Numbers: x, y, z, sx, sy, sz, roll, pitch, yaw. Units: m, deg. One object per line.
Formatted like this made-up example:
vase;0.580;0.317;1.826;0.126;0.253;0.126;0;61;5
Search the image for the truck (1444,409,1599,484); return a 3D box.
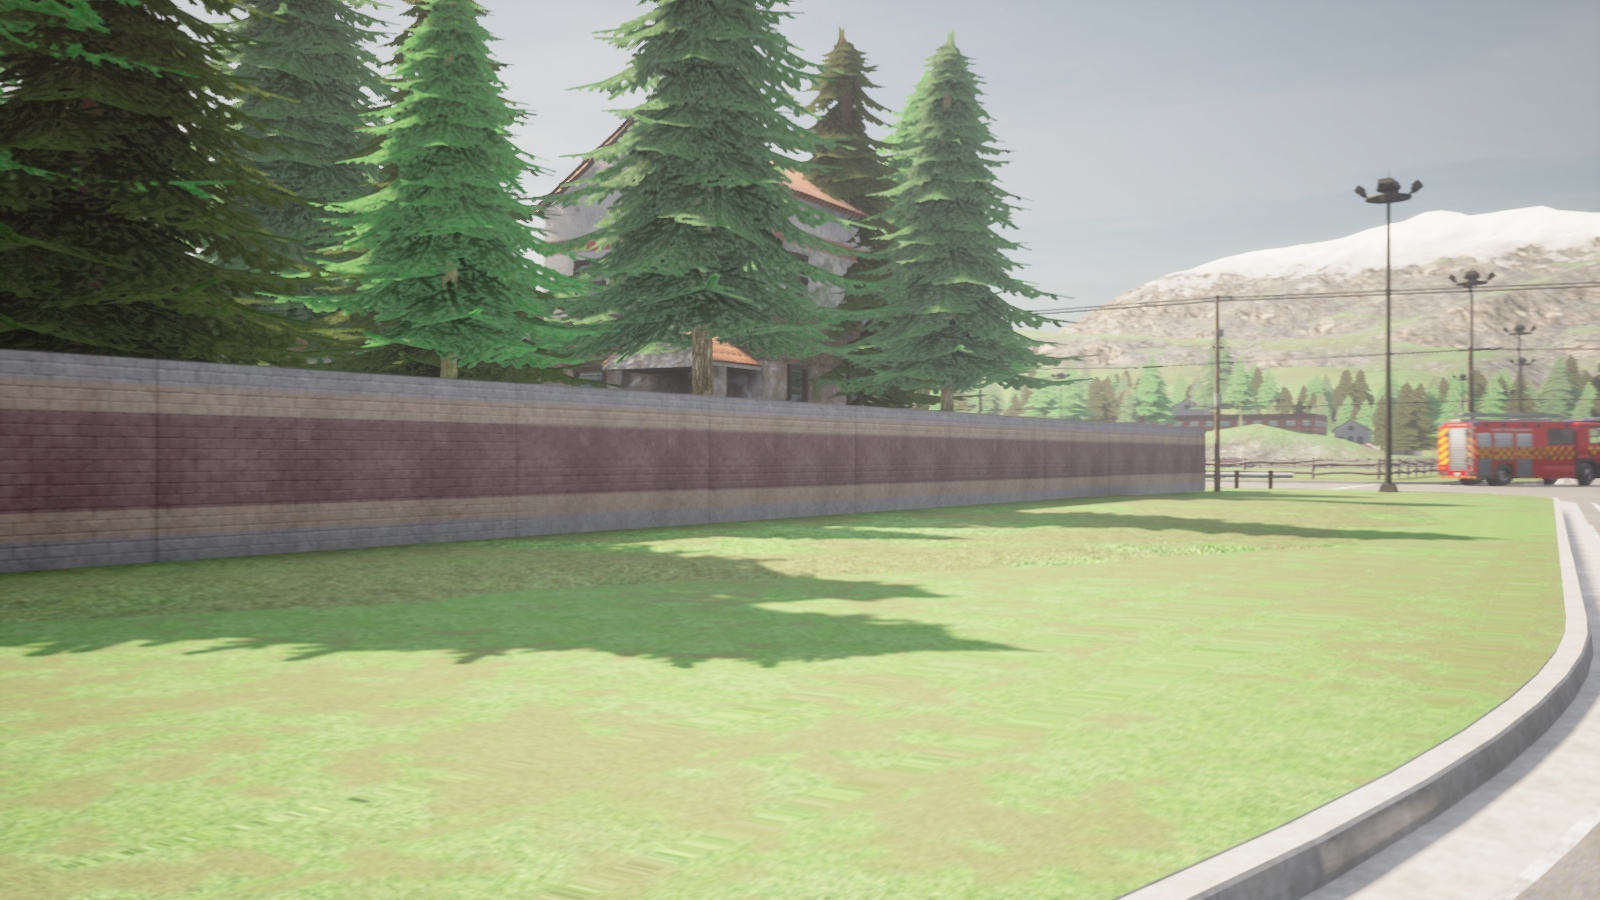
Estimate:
truck;38.872;-0.186;66.510;8.468;3.827;2.891;0;0;-11
